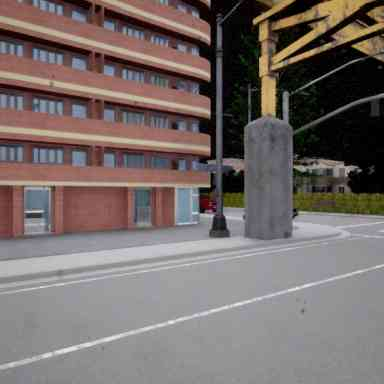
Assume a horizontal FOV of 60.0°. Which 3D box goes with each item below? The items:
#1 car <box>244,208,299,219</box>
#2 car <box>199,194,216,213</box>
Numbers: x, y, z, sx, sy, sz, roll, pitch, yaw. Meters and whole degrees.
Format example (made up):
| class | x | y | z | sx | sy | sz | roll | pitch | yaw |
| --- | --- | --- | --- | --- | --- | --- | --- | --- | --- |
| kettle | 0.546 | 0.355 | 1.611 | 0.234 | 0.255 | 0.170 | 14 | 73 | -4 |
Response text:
| class | x | y | z | sx | sy | sz | roll | pitch | yaw |
| --- | --- | --- | --- | --- | --- | --- | --- | --- | --- |
| car | 6.762 | 1.601 | 28.508 | 1.895 | 1.301 | 4.718 | 0 | 0 | -35 |
| car | 0.768 | 1.221 | 36.959 | 2.150 | 2.045 | 5.566 | 0 | 0 | -36 |
